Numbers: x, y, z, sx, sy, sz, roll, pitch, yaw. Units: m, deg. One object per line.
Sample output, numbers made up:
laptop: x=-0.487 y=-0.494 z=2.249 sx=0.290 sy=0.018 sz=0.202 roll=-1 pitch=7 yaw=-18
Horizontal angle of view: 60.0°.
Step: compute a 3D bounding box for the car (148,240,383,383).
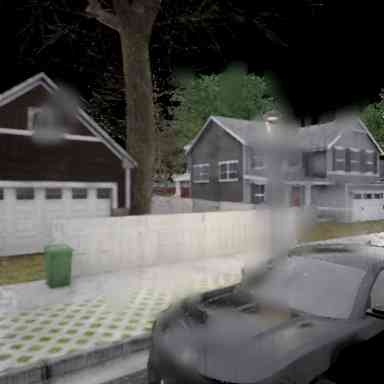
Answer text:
car: x=1.852 y=1.464 z=4.304 sx=5.008 sy=1.535 sz=1.882 roll=0 pitch=0 yaw=-35
